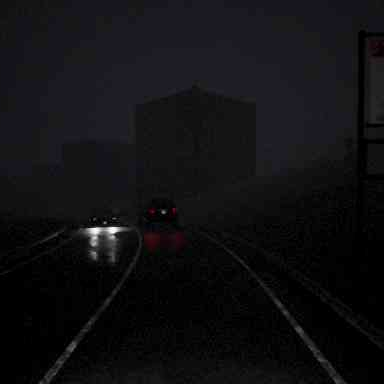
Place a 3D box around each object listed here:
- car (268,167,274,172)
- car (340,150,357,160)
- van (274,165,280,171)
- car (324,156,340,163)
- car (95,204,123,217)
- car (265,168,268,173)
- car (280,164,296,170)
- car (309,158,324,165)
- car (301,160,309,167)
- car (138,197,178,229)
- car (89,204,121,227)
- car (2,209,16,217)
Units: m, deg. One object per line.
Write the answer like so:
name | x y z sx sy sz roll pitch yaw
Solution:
car | 20.724 -5.056 81.393 2.002 1.452 4.674 0 1 -1
car | 21.532 -4.589 42.656 2.185 1.767 4.553 0 1 -1
van | 20.841 -5.243 75.748 1.878 1.987 4.442 0 1 -1
car | 21.417 -4.522 48.151 2.002 1.452 4.674 0 1 -1
car | -10.125 2.171 40.221 1.812 1.442 4.674 -1 -1 -33
car | 20.609 -5.418 86.875 2.435 2.045 5.566 0 1 -1
car | 20.953 -4.936 70.355 2.231 1.521 4.892 0 1 -1
car | 21.299 -4.790 53.822 2.185 1.767 4.553 0 1 -1
car | 21.184 -4.885 59.341 2.185 1.767 4.553 0 1 -1
car | -2.517 1.415 23.707 2.150 2.045 5.566 0 -1 -15
car | -6.930 1.832 25.700 2.033 1.411 5.357 0 -1 -19
car | -32.481 3.617 56.900 5.357 1.411 2.033 -4 -1 31
